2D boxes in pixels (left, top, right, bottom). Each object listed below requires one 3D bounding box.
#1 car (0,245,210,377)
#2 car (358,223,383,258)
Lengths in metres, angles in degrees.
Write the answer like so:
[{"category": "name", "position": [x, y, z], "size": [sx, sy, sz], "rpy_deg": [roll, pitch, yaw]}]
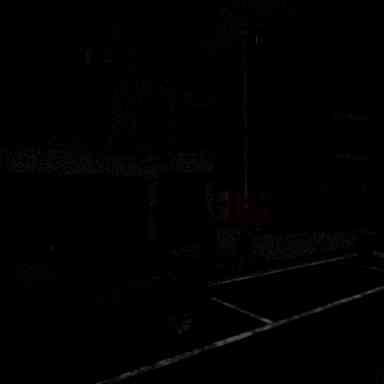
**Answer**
[{"category": "car", "position": [-1.684, 1.566, 4.985], "size": [4.313, 1.339, 1.947], "rpy_deg": [0, 0, -35]}, {"category": "car", "position": [7.567, 1.572, 11.584], "size": [4.313, 1.339, 1.947], "rpy_deg": [0, 0, -35]}]
